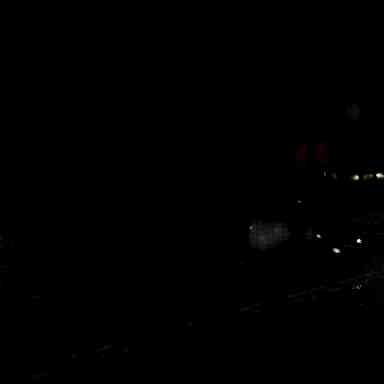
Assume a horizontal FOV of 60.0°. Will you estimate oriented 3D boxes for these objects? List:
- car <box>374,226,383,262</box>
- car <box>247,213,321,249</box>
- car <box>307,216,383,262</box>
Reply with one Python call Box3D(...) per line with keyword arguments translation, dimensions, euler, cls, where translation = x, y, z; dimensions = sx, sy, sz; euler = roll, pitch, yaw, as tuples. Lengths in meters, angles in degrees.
Box3D(translation=(7.092, 1.599, 8.498), dimensions=(5.357, 1.411, 2.033), euler=(0, 0, -35), cls="car")
Box3D(translation=(4.738, 1.661, 15.051), dimensions=(4.718, 1.301, 1.895), euler=(0, 0, -36), cls="car")
Box3D(translation=(6.637, 1.661, 12.412), dimensions=(4.718, 1.301, 1.895), euler=(0, 0, -36), cls="car")
